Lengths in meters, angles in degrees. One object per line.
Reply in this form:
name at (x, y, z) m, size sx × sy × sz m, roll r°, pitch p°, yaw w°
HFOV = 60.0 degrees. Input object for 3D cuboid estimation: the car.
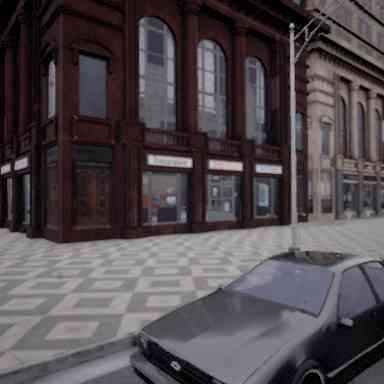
car at (1.838, 1.646, 4.906) m, size 5.357 × 1.411 × 2.033 m, roll 1°, pitch -2°, yaw -39°
